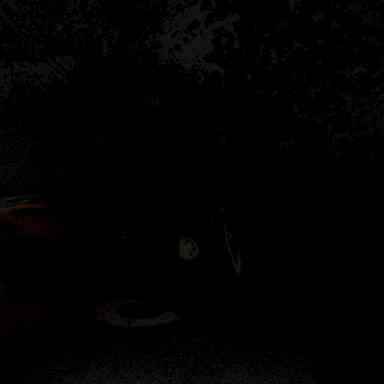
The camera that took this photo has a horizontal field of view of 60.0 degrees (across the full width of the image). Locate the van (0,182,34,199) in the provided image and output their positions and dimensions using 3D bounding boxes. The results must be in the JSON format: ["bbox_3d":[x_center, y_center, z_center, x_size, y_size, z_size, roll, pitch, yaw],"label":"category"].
[{"bbox_3d":[-22.237,-0.145,41.368,4.442,1.987,1.878,1,2,-31],"label":"van"}]

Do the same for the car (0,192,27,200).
[{"bbox_3d":[-8.271,1.067,17.647,4.553,1.767,2.185,1,2,-30],"label":"car"}]

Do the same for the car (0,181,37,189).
[{"bbox_3d":[-15.167,0.370,29.495,5.566,2.045,2.435,1,2,-30],"label":"car"}]

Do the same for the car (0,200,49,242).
[{"bbox_3d":[-6.914,1.307,15.239,5.008,1.535,2.097,1,2,-30],"label":"car"}]

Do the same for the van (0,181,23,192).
[{"bbox_3d":[-34.651,-0.970,63.137,4.442,1.987,1.878,1,1,-30],"label":"van"}]

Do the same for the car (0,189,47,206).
[{"bbox_3d":[-16.618,0.534,31.865,4.792,1.488,2.163,1,2,-30],"label":"car"}]

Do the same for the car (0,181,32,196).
[{"bbox_3d":[-27.747,-0.537,50.991,5.566,2.045,2.435,1,1,-30],"label":"car"}]

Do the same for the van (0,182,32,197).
[{"bbox_3d":[-24.837,-0.327,46.280,4.442,1.987,1.878,1,1,-30],"label":"van"}]

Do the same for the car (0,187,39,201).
[{"bbox_3d":[-20.743,0.209,39.066,4.792,1.488,2.163,1,1,-30],"label":"car"}]

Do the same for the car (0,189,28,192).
[{"bbox_3d":[-12.577,0.845,24.610,5.366,1.575,1.946,1,2,-30],"label":"car"}]

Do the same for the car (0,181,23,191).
[{"bbox_3d":[-38.954,-1.271,70.241,5.566,2.045,2.435,1,1,-30],"label":"car"}]

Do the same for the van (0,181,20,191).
[{"bbox_3d":[-40.223,-1.335,72.708,4.442,1.987,1.878,1,1,-30],"label":"van"}]

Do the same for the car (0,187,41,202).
[{"bbox_3d":[-19.416,0.308,36.786,4.792,1.488,2.163,1,2,-30],"label":"car"}]

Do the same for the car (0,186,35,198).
[{"bbox_3d":[-23.547,-0.012,43.836,5.008,1.535,2.097,1,1,-30],"label":"car"}]

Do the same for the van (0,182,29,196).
[{"bbox_3d":[-26.431,-0.422,48.555,4.442,1.987,1.878,1,1,-30],"label":"van"}]
